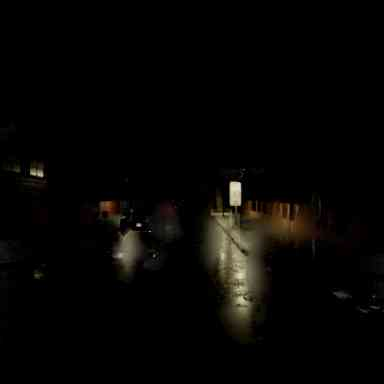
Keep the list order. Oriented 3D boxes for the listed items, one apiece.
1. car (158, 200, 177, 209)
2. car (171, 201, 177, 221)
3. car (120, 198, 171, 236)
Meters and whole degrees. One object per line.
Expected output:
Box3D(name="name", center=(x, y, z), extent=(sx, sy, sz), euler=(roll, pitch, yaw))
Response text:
Box3D(name="car", center=(-4.592, 2.271, 61.710), extent=(1.882, 1.535, 5.008), euler=(1, -2, -26))
Box3D(name="car", center=(-2.694, 1.626, 29.862), extent=(2.097, 1.767, 4.553), euler=(0, -1, 0))
Box3D(name="car", center=(-2.716, 1.382, 19.879), extent=(2.150, 2.045, 5.566), euler=(0, -1, 0))
